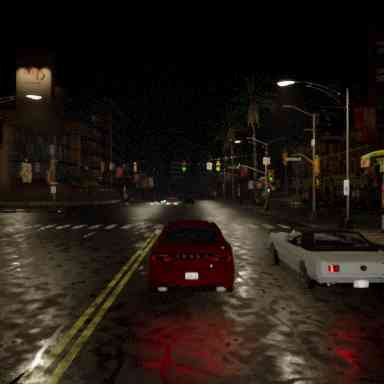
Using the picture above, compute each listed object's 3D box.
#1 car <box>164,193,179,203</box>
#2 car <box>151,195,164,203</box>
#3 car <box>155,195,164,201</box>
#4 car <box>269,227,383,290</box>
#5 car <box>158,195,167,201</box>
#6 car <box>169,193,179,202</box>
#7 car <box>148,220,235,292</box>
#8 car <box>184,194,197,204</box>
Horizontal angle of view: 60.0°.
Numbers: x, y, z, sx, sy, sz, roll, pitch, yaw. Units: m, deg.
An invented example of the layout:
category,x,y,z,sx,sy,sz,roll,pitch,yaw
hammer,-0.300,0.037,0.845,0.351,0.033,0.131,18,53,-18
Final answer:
category,x,y,z,sx,sy,sz,roll,pitch,yaw
car,-4.247,1.356,71.260,2.097,1.767,4.553,0,0,-1
car,-7.750,1.541,71.518,2.033,1.411,5.357,0,0,-1
car,-7.851,1.526,81.013,1.812,1.442,4.674,0,0,-1
car,3.484,1.601,9.070,1.895,1.301,4.718,0,0,0
car,-7.960,1.527,91.128,2.128,1.511,4.902,0,0,-1
car,-4.346,1.227,80.599,2.150,2.045,5.566,0,0,-1
car,-0.018,1.478,8.977,1.882,1.535,5.008,0,0,0
car,-0.603,1.565,64.176,1.994,1.385,4.181,0,0,0
